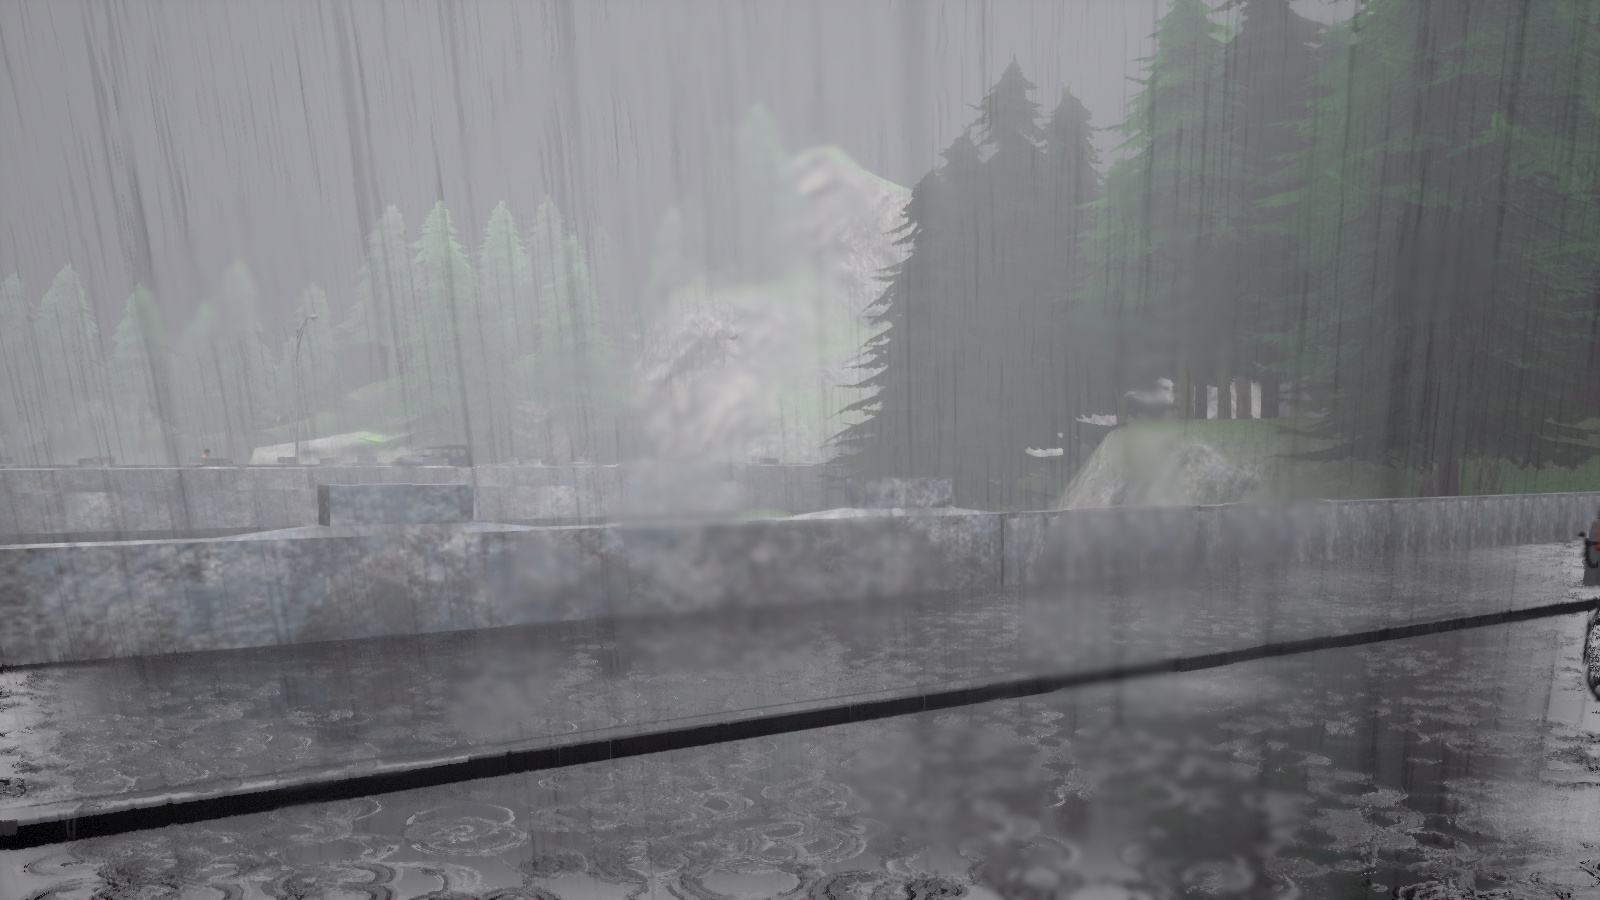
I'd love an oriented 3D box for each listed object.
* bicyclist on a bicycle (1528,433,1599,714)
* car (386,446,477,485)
[{"bbox_3d":[5.249,0.705,7.760,1.656,1.620,0.582,0,0,-32],"label":"bicyclist on a bicycle"},{"bbox_3d":[-18.114,0.730,61.756,3.866,1.878,1.905,0,0,-35],"label":"car"}]
